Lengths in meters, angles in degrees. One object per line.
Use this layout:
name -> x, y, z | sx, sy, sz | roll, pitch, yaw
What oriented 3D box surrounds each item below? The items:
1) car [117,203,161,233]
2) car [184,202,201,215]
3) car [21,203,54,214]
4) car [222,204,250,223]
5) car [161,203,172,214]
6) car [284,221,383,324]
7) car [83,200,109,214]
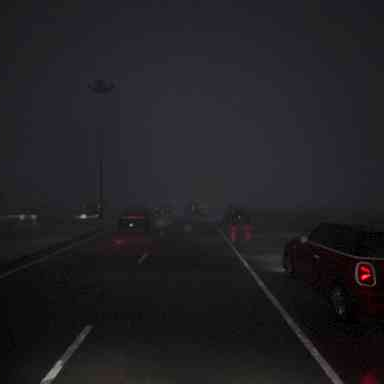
car -> -3.401, 1.673, 21.069 | 2.128, 1.511, 4.902 | 0, 0, 0
car -> 0.098, 1.876, 38.212 | 2.033, 1.411, 5.357 | 0, 0, 0
car -> -18.502, 1.951, 40.003 | 1.895, 1.301, 4.718 | 0, 0, 0
car -> 3.599, 1.729, 27.547 | 2.128, 1.511, 4.902 | 0, -1, 0
car -> -3.402, 1.942, 39.750 | 1.895, 1.301, 4.718 | 0, 0, 0
car -> 3.601, 1.417, 7.460 | 2.097, 1.767, 4.553 | 0, 0, 0
car -> -11.502, 1.749, 40.065 | 2.097, 1.767, 4.553 | 0, 0, 0
